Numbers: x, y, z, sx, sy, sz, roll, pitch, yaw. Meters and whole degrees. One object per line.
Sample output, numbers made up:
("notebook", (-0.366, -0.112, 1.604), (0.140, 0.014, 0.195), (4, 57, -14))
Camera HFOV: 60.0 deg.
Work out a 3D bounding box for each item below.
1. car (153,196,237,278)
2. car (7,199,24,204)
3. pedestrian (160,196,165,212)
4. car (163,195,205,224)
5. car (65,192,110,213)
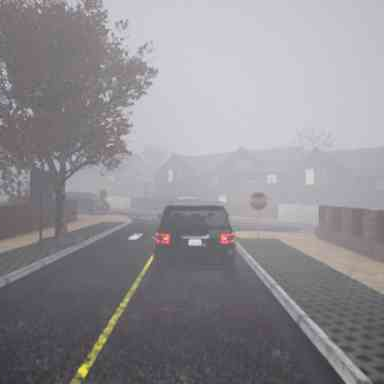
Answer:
("car", (0.072, 1.285, 10.471), (2.150, 2.045, 5.566), (0, 0, 0))
("car", (-19.693, 1.050, 39.467), (5.357, 1.411, 2.033), (2, -1, 32))
("pedestrian", (-3.200, 1.287, 36.087), (0.375, 1.860, 0.375), (-1, -5, 32))
("car", (-0.855, 1.427, 29.244), (2.150, 2.045, 5.566), (4, 0, -17))
("car", (-10.866, 1.032, 33.970), (5.566, 2.045, 2.150), (2, -1, 32))
